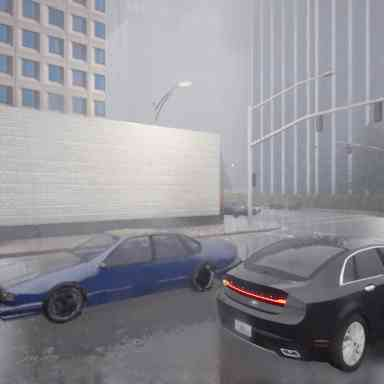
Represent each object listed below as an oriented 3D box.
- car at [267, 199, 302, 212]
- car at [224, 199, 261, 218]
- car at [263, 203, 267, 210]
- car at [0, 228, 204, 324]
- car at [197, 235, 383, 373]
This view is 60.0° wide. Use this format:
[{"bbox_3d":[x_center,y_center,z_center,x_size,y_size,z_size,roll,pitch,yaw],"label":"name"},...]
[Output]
[{"bbox_3d":[10.839,1.560,40.039,1.837,1.490,4.892,0,0,-37],"label":"car"},{"bbox_3d":[3.593,1.603,31.559,2.033,1.411,5.357,0,0,-36],"label":"car"},{"bbox_3d":[5.157,1.547,35.390,2.128,1.511,4.902,0,0,-36],"label":"car"},{"bbox_3d":[-1.327,1.547,7.343,5.357,1.411,2.033,0,0,-35],"label":"car"},{"bbox_3d":[2.640,1.505,5.680,4.892,1.490,1.837,0,0,-35],"label":"car"}]
